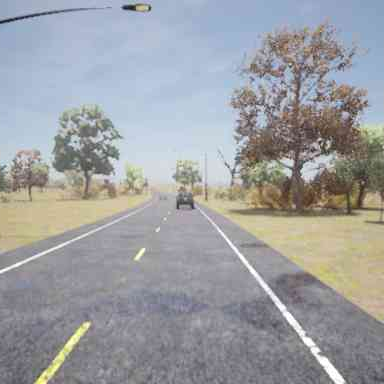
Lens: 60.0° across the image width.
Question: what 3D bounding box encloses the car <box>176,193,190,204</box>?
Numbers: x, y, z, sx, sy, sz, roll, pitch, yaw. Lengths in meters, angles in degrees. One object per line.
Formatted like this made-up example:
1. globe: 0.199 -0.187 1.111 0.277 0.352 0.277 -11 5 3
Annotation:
1. car: -1.587 1.082 56.365 2.097 1.767 4.553 0 0 -3

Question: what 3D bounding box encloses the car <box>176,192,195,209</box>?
1. car: -0.862 1.024 42.129 2.150 2.045 5.566 0 0 -2

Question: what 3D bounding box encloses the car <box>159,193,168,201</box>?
1. car: -6.390 1.151 74.423 2.128 1.511 4.902 0 0 -4
